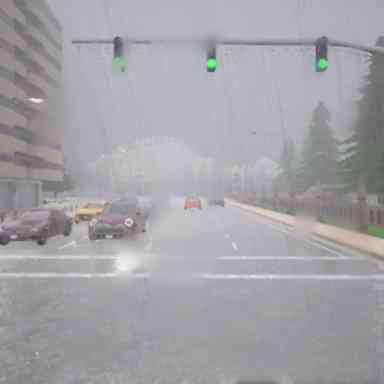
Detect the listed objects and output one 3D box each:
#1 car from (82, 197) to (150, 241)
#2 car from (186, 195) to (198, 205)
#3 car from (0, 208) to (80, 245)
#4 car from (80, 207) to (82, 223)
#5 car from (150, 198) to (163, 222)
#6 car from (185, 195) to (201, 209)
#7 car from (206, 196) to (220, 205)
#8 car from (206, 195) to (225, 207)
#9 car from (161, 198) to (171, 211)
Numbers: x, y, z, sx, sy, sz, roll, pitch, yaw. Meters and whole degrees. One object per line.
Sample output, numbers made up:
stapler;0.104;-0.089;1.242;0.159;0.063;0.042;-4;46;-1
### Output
car;-3.583;1.331;16.637;2.097;1.767;4.553;0;0;0
car;0.027;1.334;57.477;1.882;1.535;5.008;0;0;0
car;-7.085;1.511;15.557;1.812;1.442;4.674;0;0;0
car;-7.078;1.437;24.712;1.882;1.535;5.008;0;0;0
car;-3.576;1.479;25.621;1.812;1.442;4.674;0;0;0
car;0.120;1.250;43.469;2.097;1.767;4.553;0;0;0
car;3.527;1.420;56.757;1.994;1.385;4.181;0;0;0
car;3.522;1.232;48.331;2.097;1.767;4.553;0;0;0
car;-3.548;1.407;38.638;2.128;1.511;4.902;0;0;0
